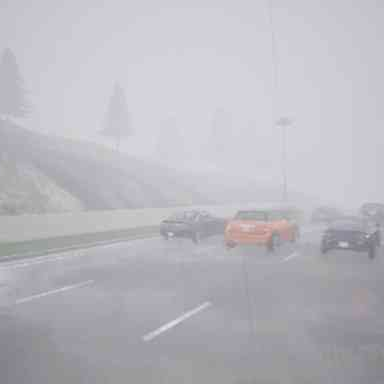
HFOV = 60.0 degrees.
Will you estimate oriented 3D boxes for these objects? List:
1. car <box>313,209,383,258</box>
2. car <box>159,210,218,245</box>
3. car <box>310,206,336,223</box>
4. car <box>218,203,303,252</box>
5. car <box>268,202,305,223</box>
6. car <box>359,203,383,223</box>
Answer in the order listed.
[{"bbox_3d":[6.490,1.658,13.493,1.812,1.442,4.674,-1,0,32],"label":"car"},{"bbox_3d":[0.336,1.673,16.860,2.128,1.511,4.902,-1,-1,32],"label":"car"},{"bbox_3d":[11.275,1.840,27.815,1.994,1.385,4.181,0,-1,32],"label":"car"},{"bbox_3d":[3.266,1.505,14.945,2.097,1.767,4.553,0,-1,32],"label":"car"},{"bbox_3d":[8.659,1.783,30.227,1.882,1.535,5.008,-1,0,32],"label":"car"},{"bbox_3d":[14.161,1.600,25.834,2.097,1.767,4.553,0,-1,32],"label":"car"}]
